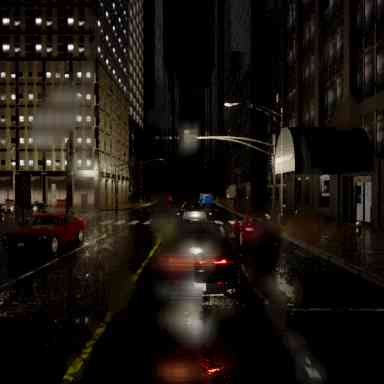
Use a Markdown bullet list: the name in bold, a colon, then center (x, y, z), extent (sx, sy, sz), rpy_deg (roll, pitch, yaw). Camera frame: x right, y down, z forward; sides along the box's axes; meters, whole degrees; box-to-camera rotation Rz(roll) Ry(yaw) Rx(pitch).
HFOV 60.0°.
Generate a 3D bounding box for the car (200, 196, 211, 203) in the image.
- **car**: center (2.784, 1.534, 69.874), extent (2.008, 1.369, 4.403), rpy_deg (0, 0, 0)

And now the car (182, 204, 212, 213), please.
- **car**: center (0.125, 1.562, 17.411), extent (1.994, 1.385, 4.181), rpy_deg (0, 0, 0)

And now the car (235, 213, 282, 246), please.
- **car**: center (2.835, 1.580, 14.888), extent (1.802, 1.307, 4.206), rpy_deg (0, 0, 0)

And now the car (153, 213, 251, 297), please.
- **car**: center (0.111, 1.504, 8.535), extent (1.837, 1.490, 4.892), rpy_deg (0, 0, 0)

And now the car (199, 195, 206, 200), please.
- **car**: center (2.816, 1.550, 92.661), extent (1.802, 1.307, 4.206), rpy_deg (0, 0, 0)

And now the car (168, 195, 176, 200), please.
- **car**: center (-5.564, 1.533, 92.674), extent (1.947, 1.339, 4.313), rpy_deg (0, 0, 0)

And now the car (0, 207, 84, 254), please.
- **car**: center (-5.806, 1.543, 13.523), extent (1.887, 1.381, 4.507), rpy_deg (0, 0, 0)

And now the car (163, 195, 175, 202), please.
- **car**: center (-5.588, 1.524, 75.583), extent (1.887, 1.381, 4.507), rpy_deg (0, 0, 0)

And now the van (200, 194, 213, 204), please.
- **van**: center (2.766, 1.329, 58.481), extent (1.690, 1.788, 3.998), rpy_deg (0, 0, 0)

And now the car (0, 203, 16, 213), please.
- **car**: center (-18.569, 1.308, 28.881), extent (5.009, 1.841, 2.192), rpy_deg (0, 0, 1)

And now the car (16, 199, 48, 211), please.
- **car**: center (-18.470, 1.499, 37.262), extent (4.403, 1.369, 2.008), rpy_deg (0, 0, 1)

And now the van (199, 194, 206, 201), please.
- **van**: center (2.807, 1.313, 86.965), extent (1.690, 1.788, 3.998), rpy_deg (0, 0, 0)
